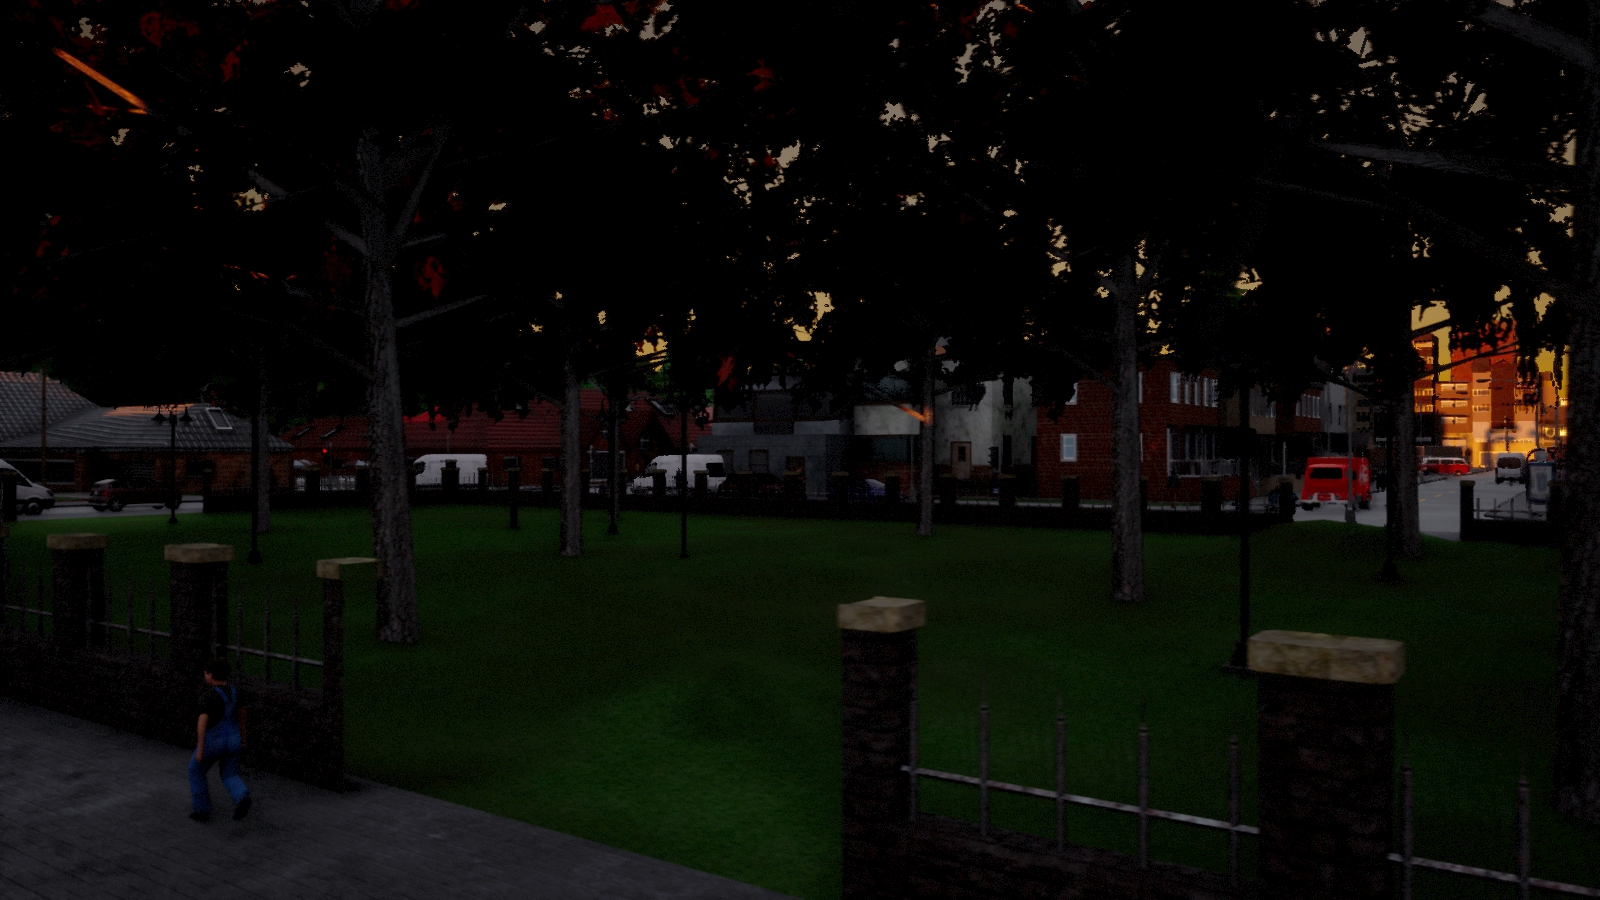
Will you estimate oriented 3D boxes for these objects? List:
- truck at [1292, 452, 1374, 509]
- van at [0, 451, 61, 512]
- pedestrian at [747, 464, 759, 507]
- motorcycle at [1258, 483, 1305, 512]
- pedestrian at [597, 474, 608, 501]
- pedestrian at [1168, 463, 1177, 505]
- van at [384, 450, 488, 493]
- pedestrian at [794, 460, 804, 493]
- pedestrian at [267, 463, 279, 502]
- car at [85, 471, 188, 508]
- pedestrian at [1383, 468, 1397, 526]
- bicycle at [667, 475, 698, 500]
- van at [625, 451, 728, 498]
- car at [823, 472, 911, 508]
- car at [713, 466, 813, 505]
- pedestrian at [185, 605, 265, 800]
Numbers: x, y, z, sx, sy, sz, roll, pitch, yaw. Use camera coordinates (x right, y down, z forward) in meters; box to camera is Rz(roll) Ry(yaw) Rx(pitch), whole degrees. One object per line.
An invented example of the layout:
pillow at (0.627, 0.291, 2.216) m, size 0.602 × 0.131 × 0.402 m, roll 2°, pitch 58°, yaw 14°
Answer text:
truck at (24.886, 1.348, 53.195) m, size 2.627 × 2.467 × 5.204 m, roll 0°, pitch 0°, yaw 35°
van at (-34.477, 1.316, 47.554) m, size 1.988 × 2.561 × 5.915 m, roll 0°, pitch 0°, yaw 36°
pedestrian at (-2.061, 1.526, 49.701) m, size 0.375 × 1.860 × 0.375 m, roll 0°, pitch 0°, yaw 33°
motorcycle at (20.246, 1.992, 48.042) m, size 2.033 × 1.145 × 0.803 m, roll -1°, pitch -1°, yaw -34°
pedestrian at (-9.525, 1.805, 55.168) m, size 0.375 × 1.300 × 0.375 m, roll 0°, pitch 0°, yaw -42°
pedestrian at (16.797, 1.516, 51.516) m, size 0.375 × 1.860 × 0.375 m, roll 0°, pitch 0°, yaw 23°
van at (-22.013, 1.315, 69.372) m, size 5.915 × 2.561 × 1.988 m, roll 0°, pitch -1°, yaw -13°
pedestrian at (-0.052, 1.517, 65.045) m, size 0.375 × 1.860 × 0.375 m, roll 0°, pitch 0°, yaw 34°
pedestrian at (-24.776, 1.526, 53.735) m, size 0.375 × 1.860 × 0.375 m, roll 0°, pitch 0°, yaw 28°
car at (-30.677, 1.807, 52.874) m, size 1.789 × 1.549 × 3.705 m, roll 0°, pitch 0°, yaw 35°
pedestrian at (19.111, 1.525, 37.013) m, size 0.375 × 1.860 × 0.375 m, roll 0°, pitch 0°, yaw 35°
bicycle at (-6.066, 1.941, 59.032) m, size 1.835 × 1.271 × 0.329 m, roll 0°, pitch 0°, yaw 35°
van at (-7.002, 1.315, 64.496) m, size 5.915 × 2.561 × 1.988 m, roll 0°, pitch 0°, yaw 35°
car at (3.093, 1.819, 52.755) m, size 3.633 × 1.501 × 1.845 m, roll 0°, pitch 0°, yaw 36°
car at (-1.852, 1.687, 56.007) m, size 4.553 × 1.767 × 2.097 m, roll 0°, pitch 0°, yaw 35°
pedestrian at (-4.161, 1.806, 8.271) m, size 0.375 × 1.300 × 0.375 m, roll 0°, pitch 0°, yaw 32°
